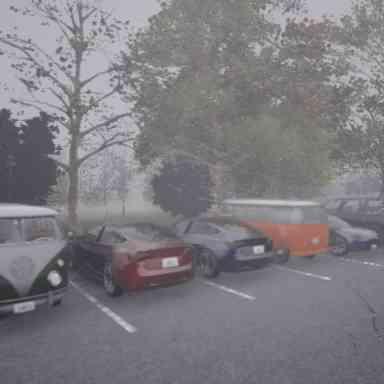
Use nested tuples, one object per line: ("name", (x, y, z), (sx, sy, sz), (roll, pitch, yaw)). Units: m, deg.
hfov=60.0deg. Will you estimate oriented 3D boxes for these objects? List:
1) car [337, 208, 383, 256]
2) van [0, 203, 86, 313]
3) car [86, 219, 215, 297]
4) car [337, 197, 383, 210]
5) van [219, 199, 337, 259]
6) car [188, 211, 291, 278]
("car", (4.992, 1.526, 13.582), (2.163, 1.488, 4.792), (0, 0, -36))
("van", (-3.964, 1.253, 7.098), (1.878, 1.987, 4.442), (0, 0, -36))
("car", (-1.803, 1.504, 8.808), (2.163, 1.488, 4.792), (0, 0, -35))
("car", (7.215, 1.259, 15.237), (2.435, 2.045, 5.566), (0, 0, -35))
("van", (2.552, 1.259, 12.021), (1.878, 1.987, 4.442), (0, 0, -35))
("car", (0.346, 1.506, 10.340), (2.163, 1.488, 4.792), (0, 0, -35))
